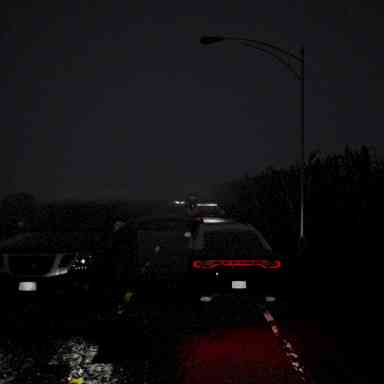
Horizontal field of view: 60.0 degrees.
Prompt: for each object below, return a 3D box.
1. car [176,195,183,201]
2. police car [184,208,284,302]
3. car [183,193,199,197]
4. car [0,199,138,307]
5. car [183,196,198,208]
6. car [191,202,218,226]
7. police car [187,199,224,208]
[{"bbox_3d":[-2.700,1.352,74.885,2.128,1.511,4.902,0,0,0],"label":"car"},{"bbox_3d":[0.829,1.423,8.429,1.930,1.638,5.238,0,0,0],"label":"police car"},{"bbox_3d":[0.040,1.134,60.027,2.150,2.045,5.566,0,0,0],"label":"car"},{"bbox_3d":[-2.746,1.220,8.322,2.150,2.045,5.566,0,0,0],"label":"car"},{"bbox_3d":[0.076,1.549,46.062,1.895,1.301,4.718,0,0,1],"label":"car"},{"bbox_3d":[0.840,1.509,24.319,1.812,1.442,4.674,0,0,0],"label":"car"},{"bbox_3d":[0.836,1.415,18.429,1.930,1.638,5.238,0,0,0],"label":"police car"}]
